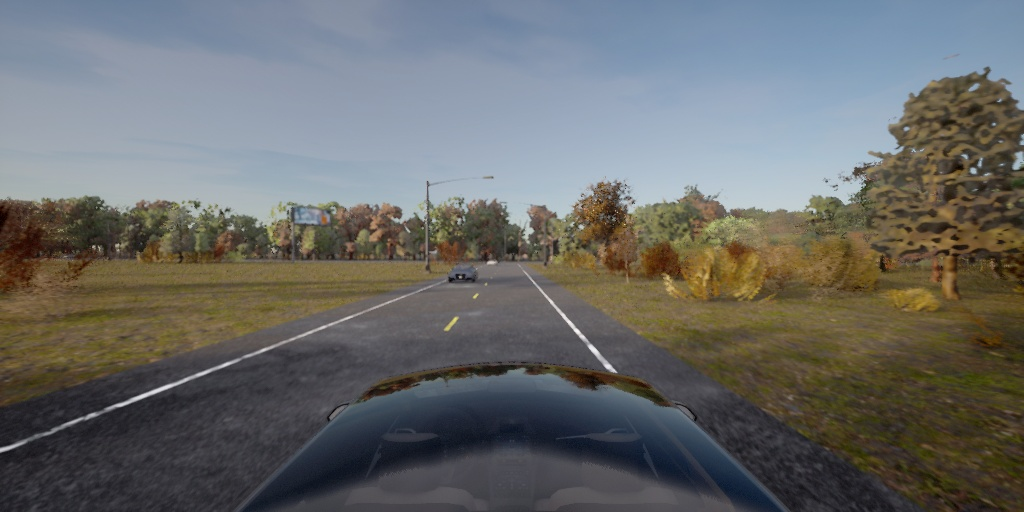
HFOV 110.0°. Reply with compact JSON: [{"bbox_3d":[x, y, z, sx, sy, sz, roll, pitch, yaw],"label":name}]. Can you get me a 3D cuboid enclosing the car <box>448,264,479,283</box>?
[{"bbox_3d":[-3.689,1.311,27.630,1.994,1.385,4.181,0,0,0],"label":"car"}]
